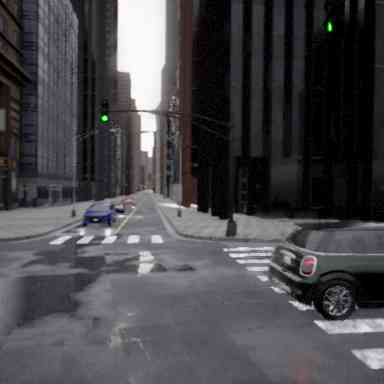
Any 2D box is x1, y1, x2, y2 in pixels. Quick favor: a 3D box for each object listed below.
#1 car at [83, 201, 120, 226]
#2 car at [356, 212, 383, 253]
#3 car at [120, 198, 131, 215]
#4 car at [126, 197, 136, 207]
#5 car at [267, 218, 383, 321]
[{"bbox_3d":[-6.618,1.555,24.200,1.882,1.535,5.008,1,0,-7],"label":"car"},{"bbox_3d":[9.543,1.602,13.659,4.829,1.417,1.752,0,1,-8],"label":"car"},{"bbox_3d":[-8.199,1.682,36.451,2.033,1.411,5.357,1,0,-7],"label":"car"},{"bbox_3d":[-10.860,1.589,57.837,2.097,1.767,4.553,1,0,-7],"label":"car"},{"bbox_3d":[4.053,1.432,7.125,4.553,1.767,2.097,1,0,-8],"label":"car"}]
